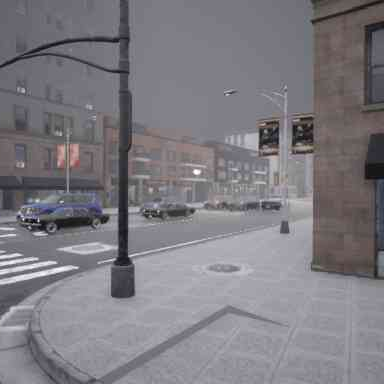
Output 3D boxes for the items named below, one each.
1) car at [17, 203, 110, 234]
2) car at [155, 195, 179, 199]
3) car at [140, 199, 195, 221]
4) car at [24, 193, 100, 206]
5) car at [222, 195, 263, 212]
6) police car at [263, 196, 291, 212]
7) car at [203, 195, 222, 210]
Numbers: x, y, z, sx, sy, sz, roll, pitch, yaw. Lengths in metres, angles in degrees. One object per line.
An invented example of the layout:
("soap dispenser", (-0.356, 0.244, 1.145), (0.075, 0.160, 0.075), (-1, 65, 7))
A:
("car", (-7.091, 1.524, 18.914), (1.895, 1.301, 4.718), (1, 1, 35))
("car", (-2.697, 1.204, 30.781), (2.097, 1.767, 4.553), (1, 1, 35))
("car", (-1.806, 1.488, 26.416), (1.895, 1.301, 4.718), (1, 1, 35))
("car", (-8.658, 1.113, 22.337), (2.150, 2.045, 5.566), (1, 1, 35))
("car", (5.728, 1.192, 37.064), (2.097, 1.767, 4.553), (1, 0, 36))
("police car", (9.323, 1.285, 36.371), (1.930, 1.638, 5.238), (1, 0, 35))
("car", (3.206, 1.167, 39.125), (2.097, 1.767, 4.553), (1, 0, 35))
